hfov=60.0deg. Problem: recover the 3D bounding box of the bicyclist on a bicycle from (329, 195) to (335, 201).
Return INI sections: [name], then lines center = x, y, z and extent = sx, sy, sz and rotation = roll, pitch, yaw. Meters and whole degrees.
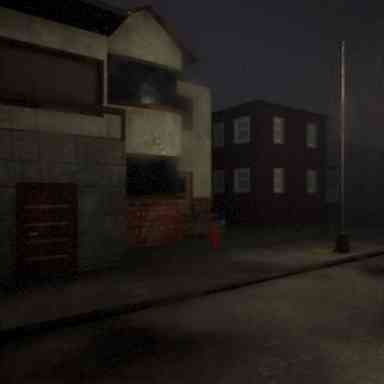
[bicyclist on a bicycle]
center = 17.546, 1.256, 41.394
extent = 1.656, 1.620, 0.582
rotation = -1, 0, -35
